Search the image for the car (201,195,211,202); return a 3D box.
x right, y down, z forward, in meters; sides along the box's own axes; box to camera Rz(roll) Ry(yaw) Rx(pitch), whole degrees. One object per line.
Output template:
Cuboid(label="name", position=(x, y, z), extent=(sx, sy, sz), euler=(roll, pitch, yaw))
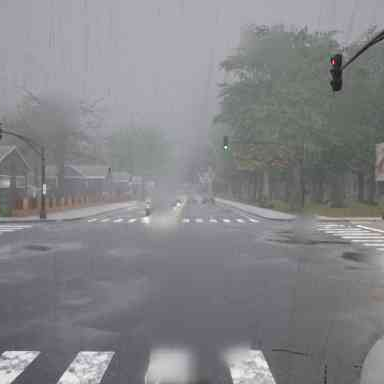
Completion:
Cuboid(label="car", position=(3.157, 1.363, 74.217), extent=(2.033, 1.411, 5.357), euler=(0, 0, 0))

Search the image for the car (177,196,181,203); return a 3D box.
Cuboid(label="car", position=(-3.336, 1.491, 52.903), extent=(2.128, 1.511, 4.902), euler=(0, 0, 0))

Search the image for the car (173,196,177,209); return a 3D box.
Cuboid(label="car", position=(-3.292, 1.507, 42.138), extent=(1.837, 1.490, 4.892), euler=(0, 0, 0))

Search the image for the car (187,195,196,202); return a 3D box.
Cuboid(label="car", position=(-0.092, 1.419, 74.234), extent=(1.895, 1.301, 4.718), euler=(0, 0, 0))

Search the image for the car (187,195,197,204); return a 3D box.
Cuboid(label="car", position=(-0.048, 1.544, 63.780), extent=(2.033, 1.411, 5.357), euler=(0, 0, 0))

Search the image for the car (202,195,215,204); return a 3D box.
Cuboid(label="car", position=(3.200, 1.348, 64.181), extent=(2.097, 1.767, 4.553), euler=(0, 0, 0))

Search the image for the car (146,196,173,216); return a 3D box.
Cuboid(label="car", position=(-3.253, 1.352, 32.574), extent=(2.097, 1.767, 4.553), euler=(0, 0, 0))

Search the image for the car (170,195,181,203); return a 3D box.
Cuboid(label="car", position=(-3.321, 1.488, 67.726), extent=(2.128, 1.511, 4.902), euler=(0, 0, 0))
